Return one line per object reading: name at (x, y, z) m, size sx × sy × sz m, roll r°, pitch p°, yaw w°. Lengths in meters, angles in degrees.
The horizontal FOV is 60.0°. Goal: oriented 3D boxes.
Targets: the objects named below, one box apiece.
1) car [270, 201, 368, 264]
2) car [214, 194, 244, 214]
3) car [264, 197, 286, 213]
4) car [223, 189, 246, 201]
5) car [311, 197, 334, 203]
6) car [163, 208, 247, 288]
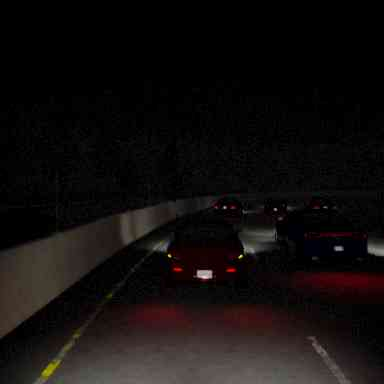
car at (4.055, 1.292, 11.184) m, size 1.882 × 1.535 × 5.008 m, roll 0°, pitch 1°, yaw 5°
car at (2.934, 1.116, 26.072) m, size 2.033 × 1.411 × 5.357 m, roll 0°, pitch 1°, yaw 14°
car at (7.571, 1.110, 29.765) m, size 1.895 × 1.301 × 4.718 m, roll 0°, pitch 1°, yaw 17°
car at (7.033, 0.443, 55.036) m, size 2.097 × 1.767 × 4.553 m, roll 1°, pitch 1°, yaw 30°
car at (10.125, 1.120, 26.005) m, size 2.033 × 1.411 × 5.357 m, roll 0°, pitch 1°, yaw 15°
car at (0.369, 1.379, 8.717) m, size 1.812 × 1.442 × 4.674 m, roll 0°, pitch 1°, yaw 3°
